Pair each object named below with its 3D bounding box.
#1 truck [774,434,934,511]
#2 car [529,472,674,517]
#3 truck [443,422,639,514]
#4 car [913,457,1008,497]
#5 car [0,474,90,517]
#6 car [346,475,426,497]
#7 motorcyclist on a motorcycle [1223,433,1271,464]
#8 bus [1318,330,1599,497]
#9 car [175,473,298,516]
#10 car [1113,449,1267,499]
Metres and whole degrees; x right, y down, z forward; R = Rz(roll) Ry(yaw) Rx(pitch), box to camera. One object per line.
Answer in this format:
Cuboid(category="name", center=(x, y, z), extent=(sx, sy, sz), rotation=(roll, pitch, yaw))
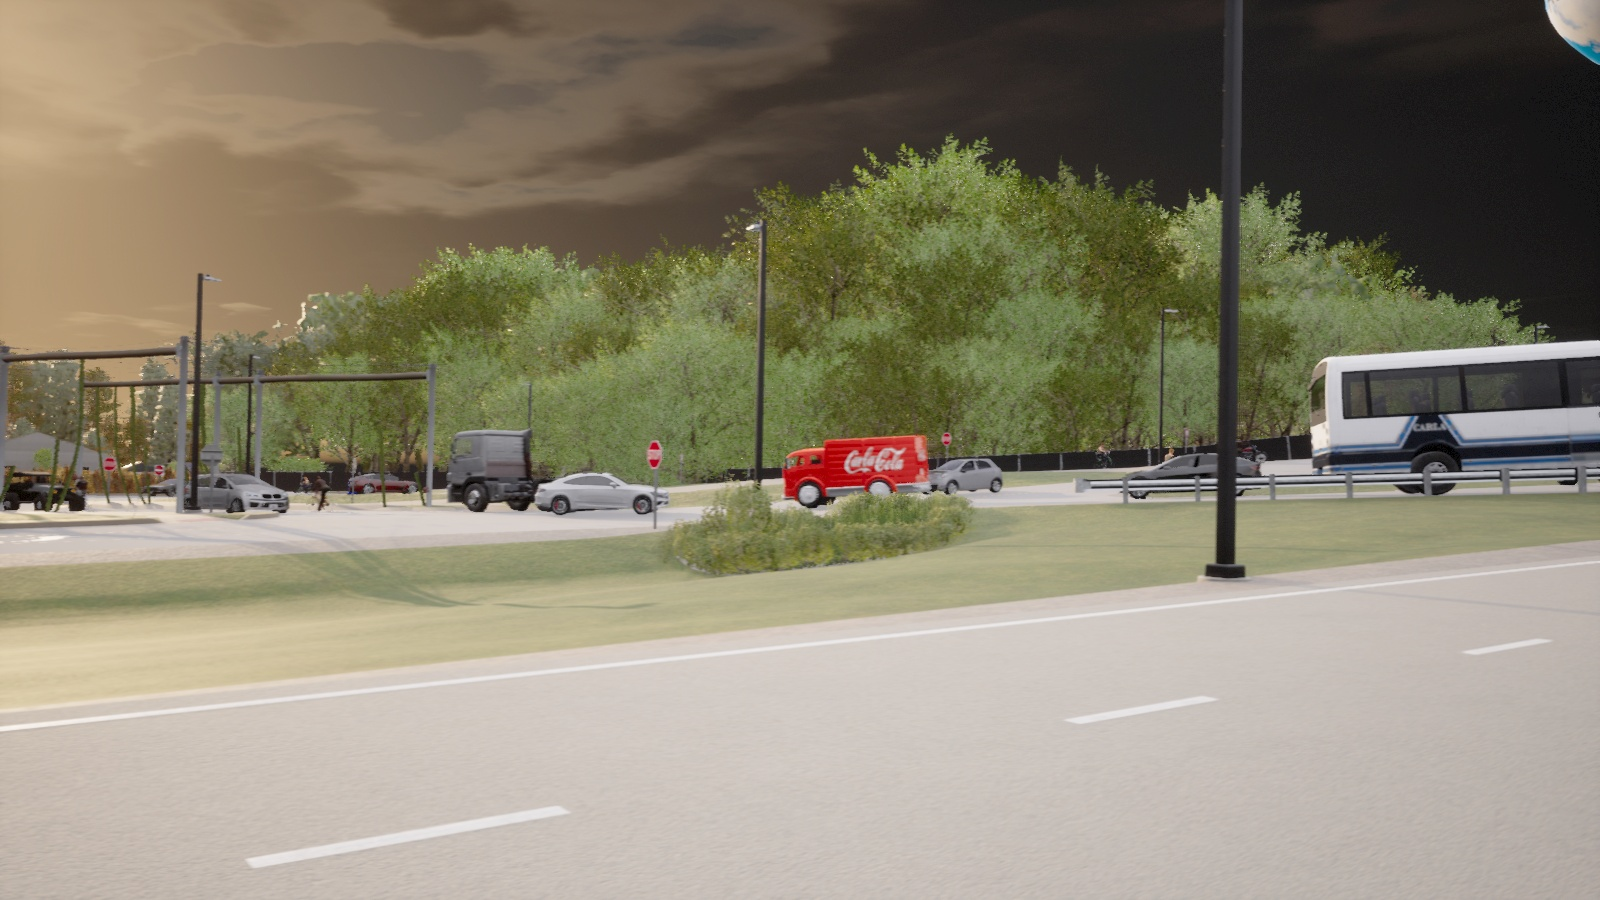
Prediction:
Cuboid(category="truck", center=(2.015, 0.810, 45.962), extent=(5.204, 2.467, 2.627), rotation=(-4, -1, 17))
Cuboid(category="car", center=(-6.860, 1.537, 43.682), extent=(4.674, 1.442, 1.812), rotation=(-1, 0, 4))
Cuboid(category="truck", center=(-10.553, 0.820, 50.885), extent=(7.936, 3.462, 2.891), rotation=(-2, -2, 32))
Cuboid(category="car", center=(6.828, 1.127, 53.286), extent=(3.633, 1.501, 1.845), rotation=(-2, 1, -35))
Cuboid(category="car", center=(-34.366, 2.062, 57.010), extent=(3.866, 1.878, 1.905), rotation=(-1, -2, 28))
Cuboid(category="car", center=(-28.468, 2.467, 86.406), extent=(4.792, 1.488, 2.163), rotation=(0, -2, -33))
Cuboid(category="motorcyclist on a motorcycle", center=(25.354, -0.091, 71.250), extent=(2.350, 1.649, 0.766), rotation=(-3, -1, 35))
Cuboid(category="bus", center=(21.062, -0.999, 36.615), extent=(10.273, 4.253, 3.944), rotation=(-3, -3, 13))
Cuboid(category="car", center=(-22.701, 1.802, 50.601), extent=(4.611, 1.667, 2.242), rotation=(-2, -2, 30))
Cuboid(category="car", center=(13.038, 0.819, 42.234), extent=(4.792, 1.488, 2.163), rotation=(-2, -2, 15))
